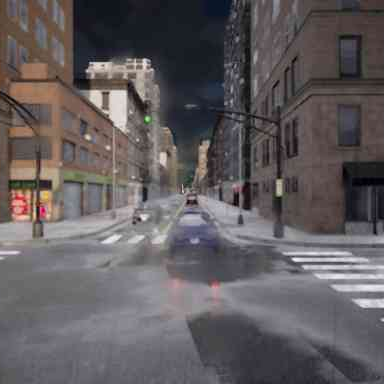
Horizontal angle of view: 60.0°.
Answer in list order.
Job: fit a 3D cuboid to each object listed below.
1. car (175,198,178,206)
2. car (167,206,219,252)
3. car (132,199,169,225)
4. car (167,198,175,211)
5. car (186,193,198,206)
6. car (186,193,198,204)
[{"bbox_3d":[-3.066,1.572,48.345,1.895,1.301,4.718,0,0,1],"label":"car"},{"bbox_3d":[0.090,1.522,13.779,1.812,1.442,4.674,0,0,0],"label":"car"},{"bbox_3d":[-3.095,1.484,23.966,2.128,1.511,4.902,0,0,0],"label":"car"},{"bbox_3d":[-3.087,1.512,34.118,1.812,1.442,4.674,0,0,0],"label":"car"},{"bbox_3d":[-0.003,1.443,53.536,1.882,1.535,5.008,0,0,0],"label":"car"},{"bbox_3d":[-0.005,1.173,63.985,2.150,2.045,5.566,0,0,0],"label":"car"}]
